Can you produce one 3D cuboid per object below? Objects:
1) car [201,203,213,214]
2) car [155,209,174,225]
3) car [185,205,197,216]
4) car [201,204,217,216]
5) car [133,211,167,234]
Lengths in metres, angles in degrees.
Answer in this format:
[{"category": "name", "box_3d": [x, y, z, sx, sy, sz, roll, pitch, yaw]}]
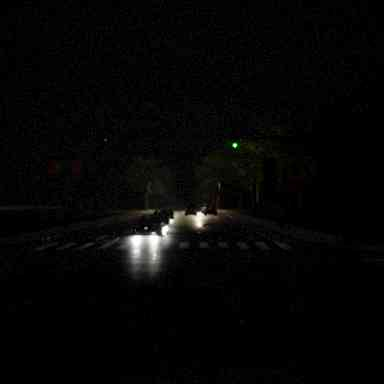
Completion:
[{"category": "car", "box_3d": [2.977, 3.327, 66.240, 2.150, 2.045, 5.566, 0, -2, -1]}, {"category": "car", "box_3d": [-3.345, 2.682, 35.808, 2.128, 1.511, 4.902, 0, -2, -1]}, {"category": "car", "box_3d": [-0.183, 3.369, 56.168, 1.994, 1.385, 4.181, 0, -2, -1]}, {"category": "car", "box_3d": [3.066, 3.139, 56.174, 2.097, 1.767, 4.553, 0, -2, -1]}, {"category": "car", "box_3d": [-3.246, 2.432, 25.464, 1.994, 1.385, 4.181, 0, -2, 0]}]
